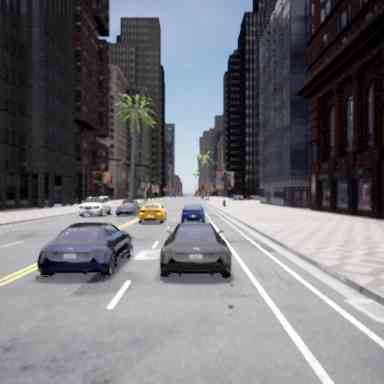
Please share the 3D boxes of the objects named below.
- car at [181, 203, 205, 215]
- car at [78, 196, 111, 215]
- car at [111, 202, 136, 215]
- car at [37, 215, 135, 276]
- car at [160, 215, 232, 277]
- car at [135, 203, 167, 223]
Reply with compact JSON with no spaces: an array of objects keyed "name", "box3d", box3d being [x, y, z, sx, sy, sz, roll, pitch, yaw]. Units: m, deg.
[{"name":"car","box3d":[0.095,1.683,27.518,1.882,1.535,5.008,0,0,0]},{"name":"car","box3d":[-9.852,1.474,34.233,2.150,2.045,5.566,0,0,0]},{"name":"car","box3d":[-6.603,1.807,34.875,2.033,1.411,5.357,0,0,0]},{"name":"car","box3d":[-3.151,1.643,10.592,1.994,1.385,4.181,0,0,0]},{"name":"car","box3d":[0.099,1.643,10.542,1.994,1.385,4.181,0,0,0]},{"name":"car","box3d":[-3.155,1.683,27.520,1.882,1.535,5.008,0,0,0]}]
